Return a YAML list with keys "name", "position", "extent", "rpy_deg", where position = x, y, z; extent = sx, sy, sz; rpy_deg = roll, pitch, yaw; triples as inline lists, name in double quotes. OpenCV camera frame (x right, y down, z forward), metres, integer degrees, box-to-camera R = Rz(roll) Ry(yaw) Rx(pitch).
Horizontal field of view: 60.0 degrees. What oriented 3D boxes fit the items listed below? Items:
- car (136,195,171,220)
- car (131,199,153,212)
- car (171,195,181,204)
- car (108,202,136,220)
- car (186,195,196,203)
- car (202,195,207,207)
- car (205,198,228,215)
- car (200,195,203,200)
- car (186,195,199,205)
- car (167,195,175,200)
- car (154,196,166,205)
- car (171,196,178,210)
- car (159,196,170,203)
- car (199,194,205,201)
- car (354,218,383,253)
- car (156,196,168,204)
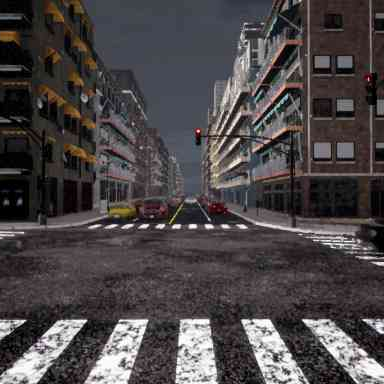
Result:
- name: "car"
  position: [-3.169, 1.360, 28.127]
  extent: [2.097, 1.767, 4.553]
  rpy_deg: [0, 0, -1]
- name: "car"
  position: [-5.815, 1.554, 39.089]
  extent: [1.887, 1.381, 4.507]
  rpy_deg: [1, 0, 0]
- name: "car"
  position: [-3.216, 1.375, 64.032]
  extent: [2.097, 1.767, 4.553]
  rpy_deg: [0, 0, 0]
- name: "car"
  position: [-5.776, 1.532, 27.872]
  extent: [1.752, 1.417, 4.829]
  rpy_deg: [1, 0, 0]
- name: "car"
  position: [-0.235, 1.478, 69.837]
  extent: [2.128, 1.511, 4.902]
  rpy_deg: [0, 0, 0]
- name: "car"
  position: [2.567, 1.450, 39.103]
  extent: [1.967, 1.590, 4.097]
  rpy_deg: [1, 0, 0]
- name: "car"
  position: [2.585, 1.553, 33.579]
  extent: [1.887, 1.381, 4.507]
  rpy_deg: [1, 0, 0]
- name: "car"
  position: [2.528, 1.596, 50.150]
  extent: [1.802, 1.307, 4.206]
  rpy_deg: [1, 0, 0]
- name: "car"
  position: [-0.201, 1.618, 59.861]
  extent: [1.895, 1.301, 4.718]
  rpy_deg: [0, 0, 0]
- name: "car"
  position: [-6.001, 1.587, 94.323]
  extent: [2.008, 1.369, 4.403]
  rpy_deg: [1, 0, 0]
- name: "car"
  position: [-5.889, 1.543, 61.013]
  extent: [1.752, 1.417, 4.829]
  rpy_deg: [1, 0, 0]
- name: "car"
  position: [-3.246, 1.559, 43.470]
  extent: [2.033, 1.411, 5.357]
  rpy_deg: [0, 0, 0]
- name: "car"
  position: [-5.927, 1.568, 72.230]
  extent: [1.887, 1.381, 4.507]
  rpy_deg: [1, 0, 0]
- name: "car"
  position: [2.724, 1.380, 81.893]
  extent: [2.097, 1.767, 4.553]
  rpy_deg: [0, 0, 0]
- name: "car"
  position: [8.572, 1.642, 12.062]
  extent: [4.892, 1.490, 1.837]
  rpy_deg: [2, 1, 5]
- name: "car"
  position: [-5.908, 1.571, 66.706]
  extent: [2.008, 1.369, 4.403]
  rpy_deg: [1, 0, 0]
